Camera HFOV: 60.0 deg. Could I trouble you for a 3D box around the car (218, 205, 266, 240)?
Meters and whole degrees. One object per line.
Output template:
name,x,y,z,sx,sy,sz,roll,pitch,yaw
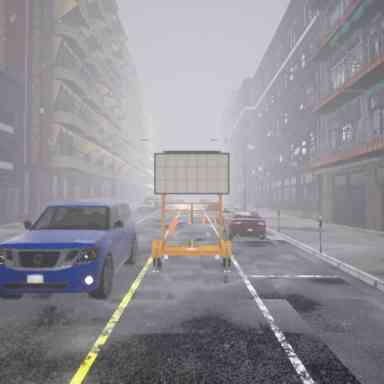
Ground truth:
car,2.597,1.563,17.069,1.887,1.381,4.507,1,0,0

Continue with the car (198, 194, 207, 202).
car,2.622,1.546,83.439,2.192,1.841,5.009,1,0,0

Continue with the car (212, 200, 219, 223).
car,2.602,1.553,22.771,1.752,1.417,4.829,1,0,0

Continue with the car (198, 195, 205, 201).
car,2.627,1.729,94.502,1.967,1.590,4.097,1,0,0

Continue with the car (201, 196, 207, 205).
car,2.619,1.632,44.723,2.008,1.369,4.403,1,0,0

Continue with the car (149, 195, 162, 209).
car,-5.255,1.396,44.793,2.192,1.841,5.009,2,0,0

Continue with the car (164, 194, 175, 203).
car,-5.229,1.521,77.974,2.192,1.841,5.009,1,0,0

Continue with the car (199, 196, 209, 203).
car,2.652,1.621,72.377,1.967,1.590,4.097,1,0,0

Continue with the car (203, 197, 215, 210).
car,2.615,1.611,39.191,1.887,1.381,4.507,1,0,0

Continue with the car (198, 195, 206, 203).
car,2.633,1.680,61.315,1.887,1.381,4.507,1,0,0

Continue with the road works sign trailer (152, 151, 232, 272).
road works sign trailer,-0.002,0.474,10.752,2.380,3.560,2.880,0,0,0

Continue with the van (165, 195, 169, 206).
van,-5.246,1.456,55.852,1.690,1.788,3.998,2,0,0

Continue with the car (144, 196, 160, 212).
car,-5.265,1.591,39.091,1.752,1.417,4.829,2,0,0

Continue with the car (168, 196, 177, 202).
car,-5.226,1.825,89.036,1.947,1.339,4.313,1,0,0

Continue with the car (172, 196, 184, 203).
car,-2.692,1.744,72.258,1.994,1.385,4.181,0,0,0

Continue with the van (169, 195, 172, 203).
van,-5.243,1.477,61.384,1.690,1.788,3.998,1,0,0

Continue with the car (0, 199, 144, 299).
car,-2.843,1.229,8.803,2.150,2.045,5.566,0,0,0
